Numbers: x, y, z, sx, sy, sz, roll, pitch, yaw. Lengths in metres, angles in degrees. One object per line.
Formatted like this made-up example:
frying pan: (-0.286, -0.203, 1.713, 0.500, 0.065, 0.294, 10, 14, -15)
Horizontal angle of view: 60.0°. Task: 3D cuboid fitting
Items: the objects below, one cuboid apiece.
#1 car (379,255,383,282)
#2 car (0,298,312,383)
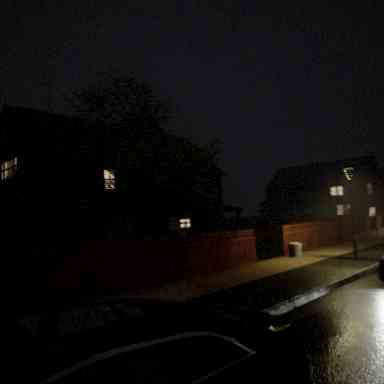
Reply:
car: (7.257, 1.948, 10.135, 4.181, 1.385, 1.994, 1, -6, -45)
car: (-1.067, 1.728, 2.379, 4.902, 1.511, 2.128, 1, -5, -39)
